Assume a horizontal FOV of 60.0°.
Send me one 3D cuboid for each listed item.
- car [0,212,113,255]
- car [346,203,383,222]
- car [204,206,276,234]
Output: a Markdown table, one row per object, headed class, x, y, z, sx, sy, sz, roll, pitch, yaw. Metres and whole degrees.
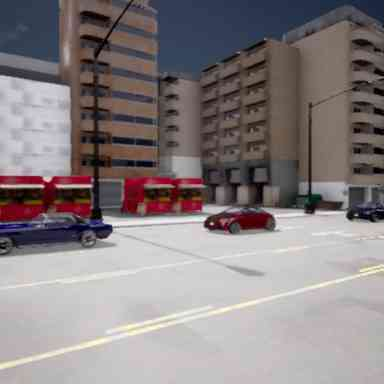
| class | x | y | z | sx | sy | sz | roll | pitch | yaw |
| --- | --- | --- | --- | --- | --- | --- | --- | --- | --- |
| car | -5.608 | 1.481 | 12.843 | 4.718 | 1.301 | 1.895 | 0 | 0 | -34 |
| car | 13.969 | 1.571 | 26.079 | 4.181 | 1.385 | 1.994 | 0 | 0 | -34 |
| car | 2.711 | 1.483 | 18.474 | 4.181 | 1.385 | 1.994 | 0 | 0 | -33 |
